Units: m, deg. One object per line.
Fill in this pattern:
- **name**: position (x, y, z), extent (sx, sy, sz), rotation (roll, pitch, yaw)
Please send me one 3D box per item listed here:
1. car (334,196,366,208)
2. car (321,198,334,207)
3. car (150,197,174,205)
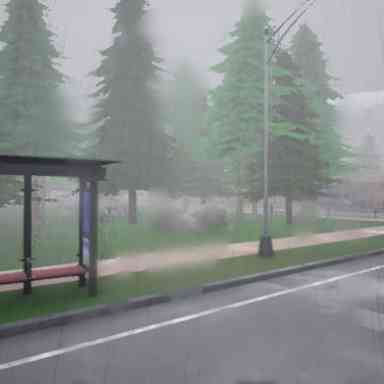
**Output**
- **car**: position (22.189, 1.262, 46.109), extent (4.605, 1.855, 1.932), rotation (0, 0, -37)
- **car**: position (20.372, 1.263, 47.889), extent (3.866, 1.878, 1.905), rotation (0, 0, -37)
- **car**: position (-5.525, 1.604, 60.867), extent (2.033, 1.411, 5.357), rotation (0, 0, -43)
